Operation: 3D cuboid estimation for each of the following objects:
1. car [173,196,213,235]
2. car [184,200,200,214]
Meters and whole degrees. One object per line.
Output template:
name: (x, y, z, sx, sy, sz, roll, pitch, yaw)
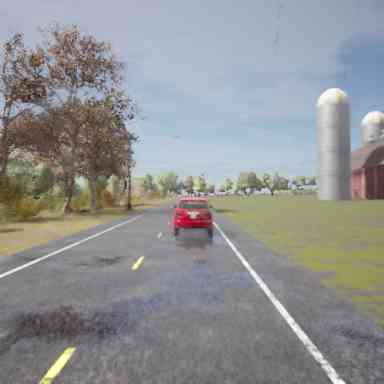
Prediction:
car: (0.068, 1.352, 19.866, 2.150, 2.045, 5.566, 0, 0, 0)
car: (0.036, 1.760, 40.171, 1.837, 1.490, 4.892, 0, 0, 0)
